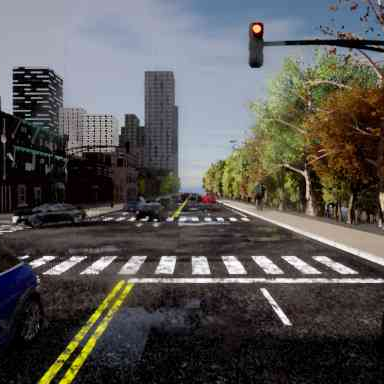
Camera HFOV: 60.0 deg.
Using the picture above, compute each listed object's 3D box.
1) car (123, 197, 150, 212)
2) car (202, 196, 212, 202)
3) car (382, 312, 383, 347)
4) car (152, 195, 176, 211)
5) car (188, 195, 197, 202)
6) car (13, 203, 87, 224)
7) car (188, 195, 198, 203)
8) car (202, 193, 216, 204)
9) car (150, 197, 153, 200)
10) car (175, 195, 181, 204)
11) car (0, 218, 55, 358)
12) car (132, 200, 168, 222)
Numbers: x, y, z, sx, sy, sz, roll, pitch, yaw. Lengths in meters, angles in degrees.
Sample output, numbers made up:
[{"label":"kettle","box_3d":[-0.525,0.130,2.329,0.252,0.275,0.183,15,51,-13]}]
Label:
[{"label":"car","box_3d":[-6.544,1.339,38.355,2.097,1.767,4.553,0,0,0]},{"label":"car","box_3d":[3.361,1.522,75.874,1.994,1.385,4.181,0,0,0]},{"label":"car","box_3d":[3.355,1.491,2.342,2.128,1.511,4.902,0,0,0]},{"label":"car","box_3d":[-3.292,1.491,40.253,1.837,1.490,4.892,0,0,0]},{"label":"car","box_3d":[0.115,1.446,76.495,1.882,1.535,5.008,0,0,0]},{"label":"car","box_3d":[-9.477,1.507,22.469,2.128,1.511,4.902,0,0,36]},{"label":"car","box_3d":[0.196,1.466,66.188,2.128,1.511,4.902,0,0,0]},{"label":"car","box_3d":[3.441,1.196,65.290,2.150,2.045,5.566,0,0,1]},{"label":"car","box_3d":[-6.508,1.544,55.070,1.994,1.385,4.181,0,0,0]},{"label":"car","box_3d":[-3.201,1.327,64.627,2.097,1.767,4.553,0,0,1]},{"label":"car","box_3d":[-3.344,1.351,3.190,2.097,1.767,4.553,0,0,0]},{"label":"car","box_3d":[-3.312,1.593,26.830,1.895,1.301,4.718,0,0,0]}]
